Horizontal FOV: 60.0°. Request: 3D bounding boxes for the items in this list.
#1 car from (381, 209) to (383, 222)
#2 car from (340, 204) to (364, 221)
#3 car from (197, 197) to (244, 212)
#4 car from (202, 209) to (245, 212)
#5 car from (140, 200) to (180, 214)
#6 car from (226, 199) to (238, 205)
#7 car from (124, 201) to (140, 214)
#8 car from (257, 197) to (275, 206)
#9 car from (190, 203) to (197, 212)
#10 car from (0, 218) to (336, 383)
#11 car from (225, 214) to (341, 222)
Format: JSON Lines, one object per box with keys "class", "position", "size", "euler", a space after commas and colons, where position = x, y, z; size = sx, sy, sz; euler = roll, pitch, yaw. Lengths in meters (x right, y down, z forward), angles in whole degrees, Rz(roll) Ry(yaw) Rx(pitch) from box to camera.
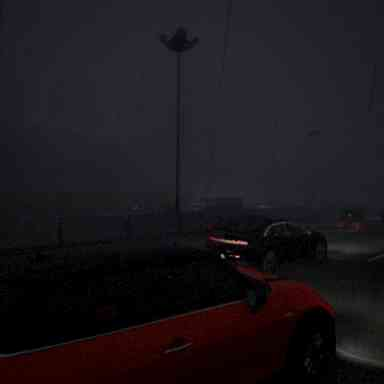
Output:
{"class": "car", "position": [18.094, 1.967, 29.698], "size": [1.994, 1.385, 4.181], "euler": [0, 0, 32]}
{"class": "car", "position": [15.429, 1.922, 32.035], "size": [1.812, 1.442, 4.674], "euler": [0, 0, 31]}
{"class": "car", "position": [3.202, 1.510, 32.605], "size": [2.150, 2.045, 5.566], "euler": [0, 0, 35]}
{"class": "car", "position": [2.635, 1.712, 15.679], "size": [4.181, 1.385, 1.994], "euler": [1, -1, -44]}
{"class": "car", "position": [-3.171, 1.818, 35.784], "size": [1.994, 1.385, 4.181], "euler": [0, -1, 35]}
{"class": "car", "position": [9.014, 2.268, 74.845], "size": [1.895, 1.301, 4.718], "euler": [1, 0, -3]}
{"class": "car", "position": [-5.574, 1.731, 38.392], "size": [1.882, 1.535, 5.008], "euler": [0, 0, 35]}
{"class": "car", "position": [16.035, 2.115, 72.580], "size": [1.882, 1.535, 5.008], "euler": [1, 0, 1]}
{"class": "car", "position": [1.956, 1.533, 36.982], "size": [2.150, 2.045, 5.566], "euler": [0, 0, 32]}
{"class": "car", "position": [-0.286, 1.381, 3.907], "size": [4.553, 1.767, 2.097], "euler": [1, 0, -37]}
{"class": "car", "position": [2.598, 1.601, 10.829], "size": [4.902, 1.511, 2.128], "euler": [1, -1, -42]}
